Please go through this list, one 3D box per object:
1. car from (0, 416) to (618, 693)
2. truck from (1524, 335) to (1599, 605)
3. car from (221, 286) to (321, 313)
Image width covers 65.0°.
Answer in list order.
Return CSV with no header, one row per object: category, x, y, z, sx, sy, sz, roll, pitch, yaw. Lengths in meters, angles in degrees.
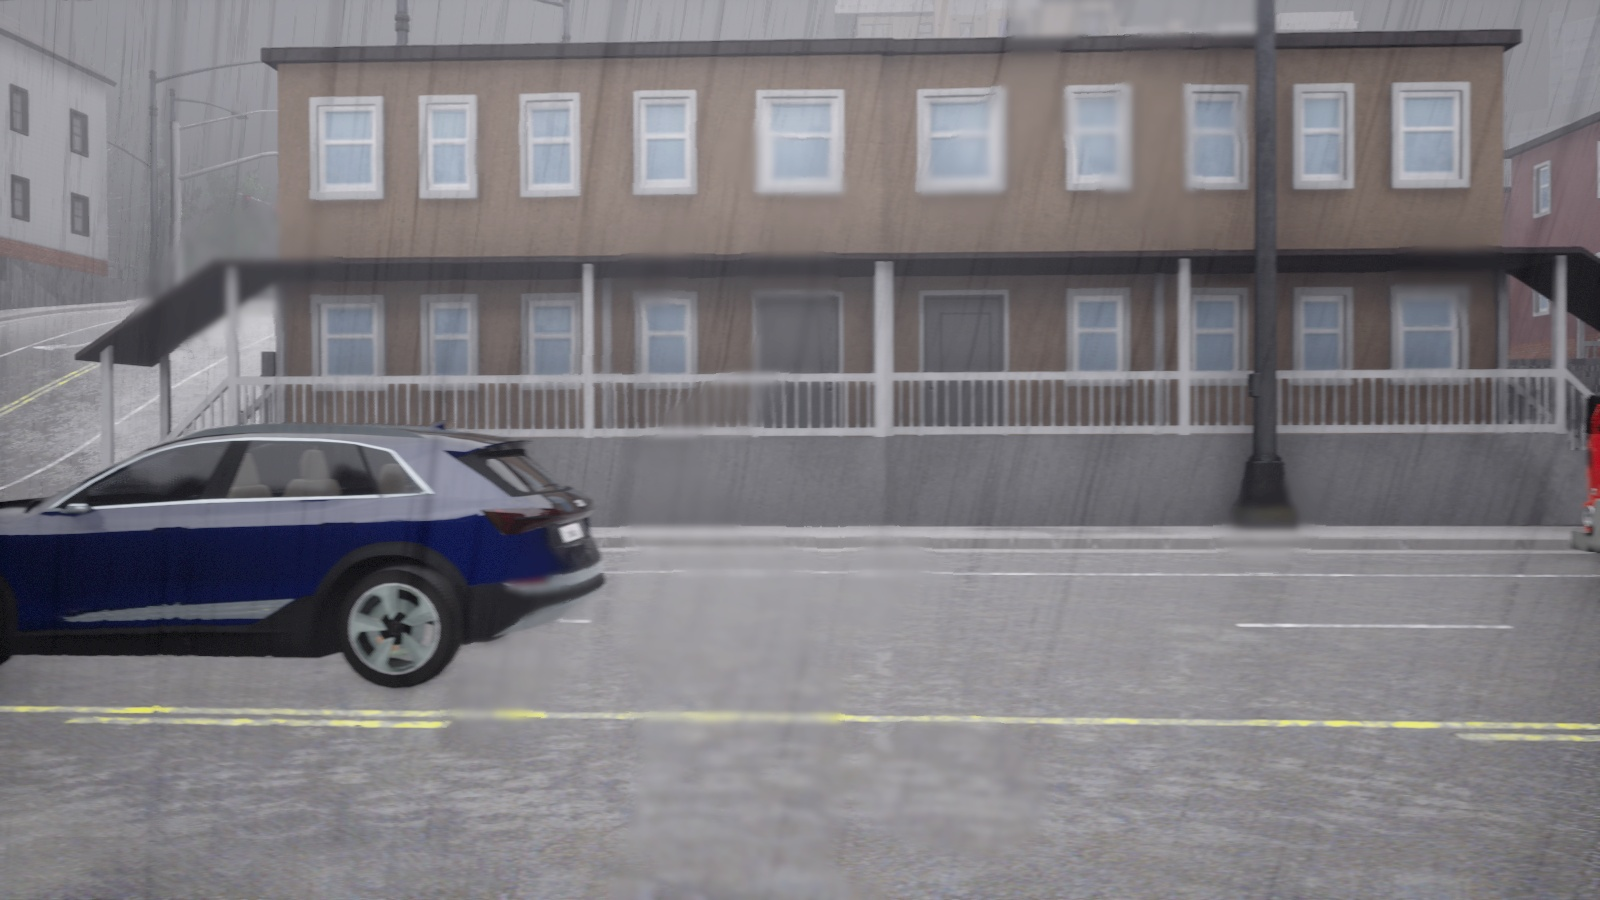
car,-3.871,0.604,8.691,4.856,1.649,2.033,0,1,4
truck,9.905,0.194,11.308,5.204,2.467,2.627,0,1,4
car,-29.103,-8.285,69.193,4.718,1.301,1.895,0,1,2
